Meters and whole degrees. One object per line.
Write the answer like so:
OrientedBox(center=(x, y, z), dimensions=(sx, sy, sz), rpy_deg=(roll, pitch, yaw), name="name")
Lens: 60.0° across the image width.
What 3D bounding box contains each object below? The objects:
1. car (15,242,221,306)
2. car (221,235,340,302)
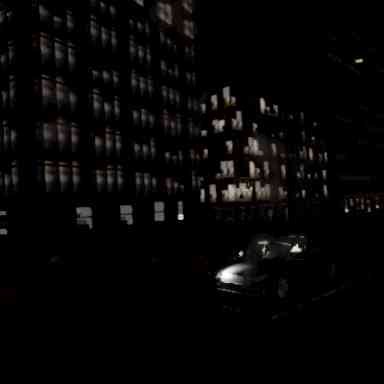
OrientedBox(center=(-1.761, 1.989, 8.571), dimensions=(4.718, 1.301, 1.895), rpy_deg=(-1, 1, 0), name="car")
OrientedBox(center=(2.508, 1.916, 9.147), dimensions=(4.403, 1.369, 2.008), rpy_deg=(0, -5, -43), name="car")
